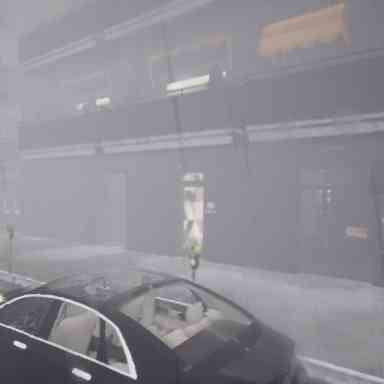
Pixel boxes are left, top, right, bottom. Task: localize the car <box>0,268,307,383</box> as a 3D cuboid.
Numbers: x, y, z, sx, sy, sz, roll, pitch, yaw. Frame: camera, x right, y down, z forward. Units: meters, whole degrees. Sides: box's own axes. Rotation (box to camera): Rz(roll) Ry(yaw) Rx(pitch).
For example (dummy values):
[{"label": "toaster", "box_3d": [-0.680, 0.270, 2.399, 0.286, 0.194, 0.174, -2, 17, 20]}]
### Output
[{"label": "car", "box_3d": [-1.065, 1.548, 3.621, 4.403, 1.369, 2.008, 0, 1, 36]}]
